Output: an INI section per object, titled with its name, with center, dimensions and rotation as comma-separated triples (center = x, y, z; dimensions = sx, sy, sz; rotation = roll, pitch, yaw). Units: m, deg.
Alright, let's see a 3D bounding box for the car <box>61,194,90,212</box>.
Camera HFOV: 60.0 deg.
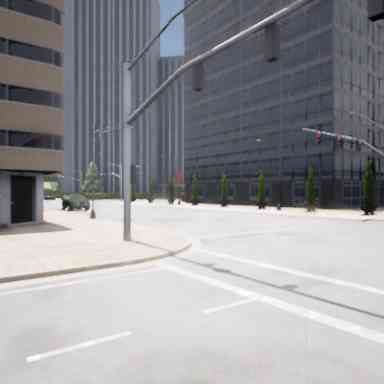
[car]
center = -14.247, 1.273, 40.546
dimensions = 2.150, 2.045, 5.566
rotation = 0, 0, -36
